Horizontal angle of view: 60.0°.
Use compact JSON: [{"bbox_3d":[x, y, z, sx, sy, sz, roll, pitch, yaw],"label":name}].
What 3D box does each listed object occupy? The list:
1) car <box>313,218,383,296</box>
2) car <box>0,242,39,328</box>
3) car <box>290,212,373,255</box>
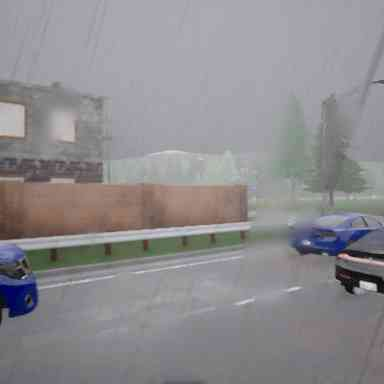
[{"bbox_3d":[5.168,1.488,7.434,4.902,1.511,2.128,0,0,-35],"label":"car"},{"bbox_3d":[-5.124,1.223,4.387,5.566,2.045,2.150,0,0,-36],"label":"car"},{"bbox_3d":[5.700,1.473,12.112,5.008,1.535,1.882,0,0,-36],"label":"car"}]
